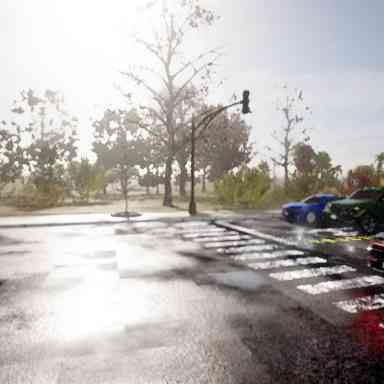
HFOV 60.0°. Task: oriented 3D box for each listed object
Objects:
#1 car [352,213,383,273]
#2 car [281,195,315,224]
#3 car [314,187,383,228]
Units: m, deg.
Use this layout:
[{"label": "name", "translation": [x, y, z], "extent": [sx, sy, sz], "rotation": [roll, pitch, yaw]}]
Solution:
[{"label": "car", "translation": [6.593, 1.385, 8.234], "extent": [4.892, 1.490, 1.837], "rotation": [0, 3, -22]}, {"label": "car", "translation": [7.513, 0.904, 19.240], "extent": [5.008, 1.535, 1.882], "rotation": [0, 3, -22]}, {"label": "car", "translation": [9.144, 0.782, 16.360], "extent": [5.566, 2.045, 2.150], "rotation": [0, 3, -21]}]
